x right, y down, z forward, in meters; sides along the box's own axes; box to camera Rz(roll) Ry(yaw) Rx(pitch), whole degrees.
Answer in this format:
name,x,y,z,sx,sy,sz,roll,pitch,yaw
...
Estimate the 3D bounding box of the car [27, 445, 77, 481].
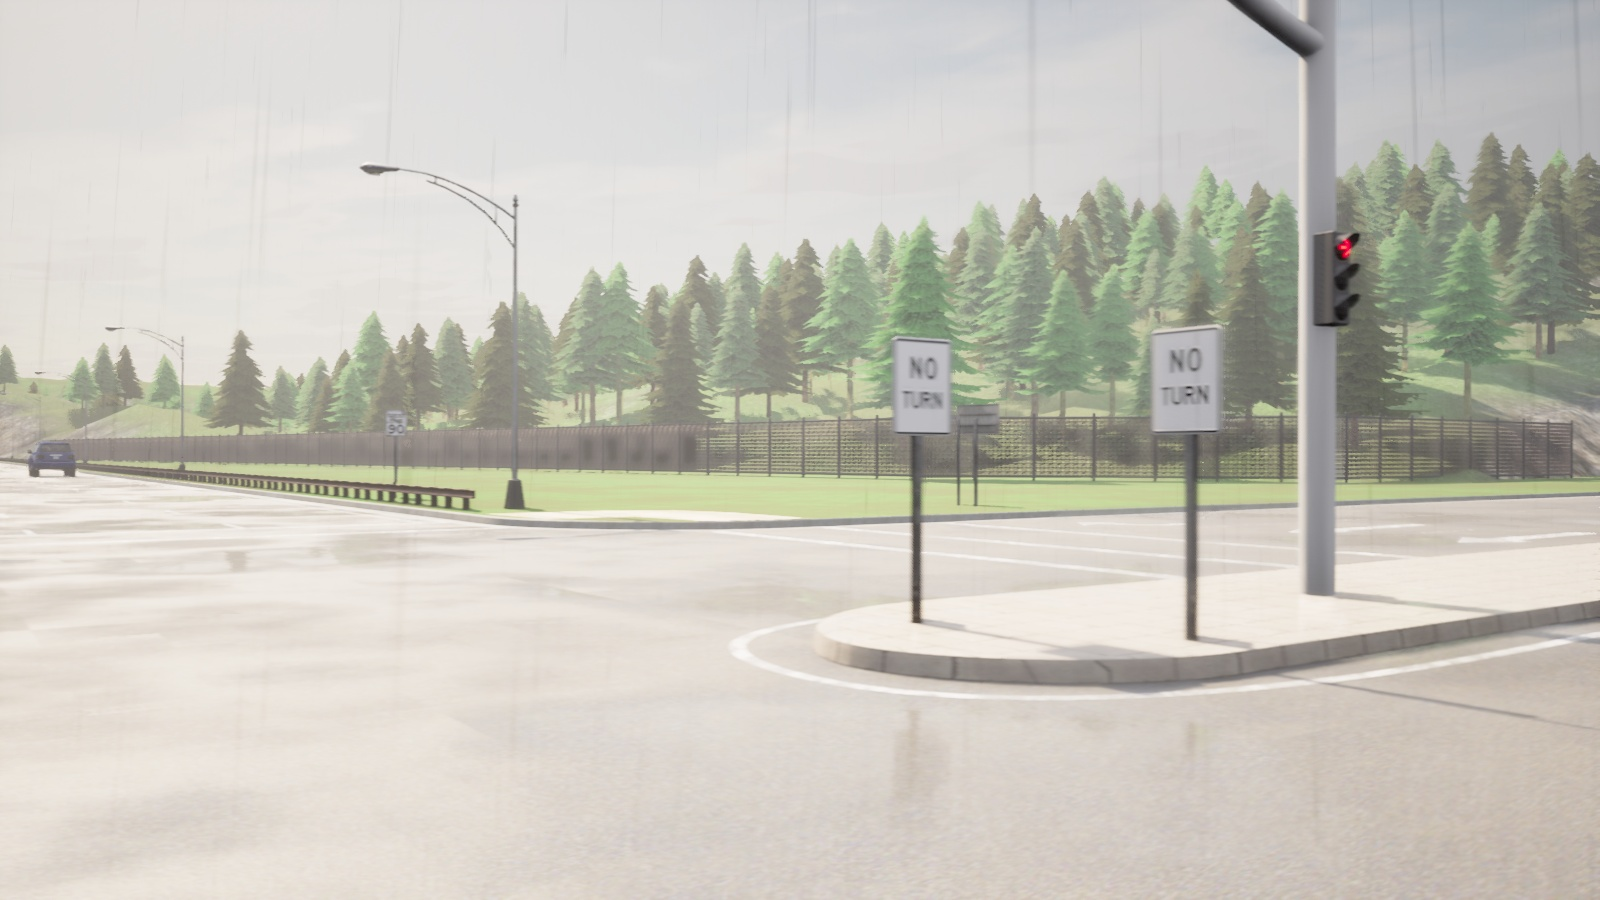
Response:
name,x,y,z,sx,sy,sz,roll,pitch,yaw
car,-44.811,0.743,75.160,2.150,2.045,5.566,0,0,-35
